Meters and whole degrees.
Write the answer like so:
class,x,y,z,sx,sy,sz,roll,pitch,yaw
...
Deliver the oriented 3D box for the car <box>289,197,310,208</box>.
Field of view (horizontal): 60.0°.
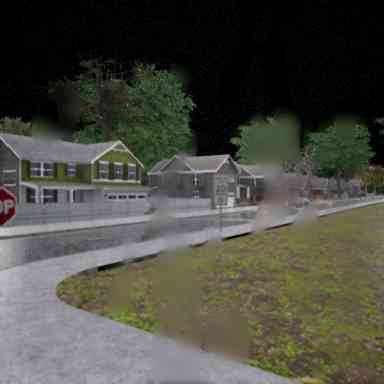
class,x,y,z,sx,sy,sz,roll,pitch,yaw
car,14.997,1.459,46.161,1.837,1.490,4.892,0,0,35
